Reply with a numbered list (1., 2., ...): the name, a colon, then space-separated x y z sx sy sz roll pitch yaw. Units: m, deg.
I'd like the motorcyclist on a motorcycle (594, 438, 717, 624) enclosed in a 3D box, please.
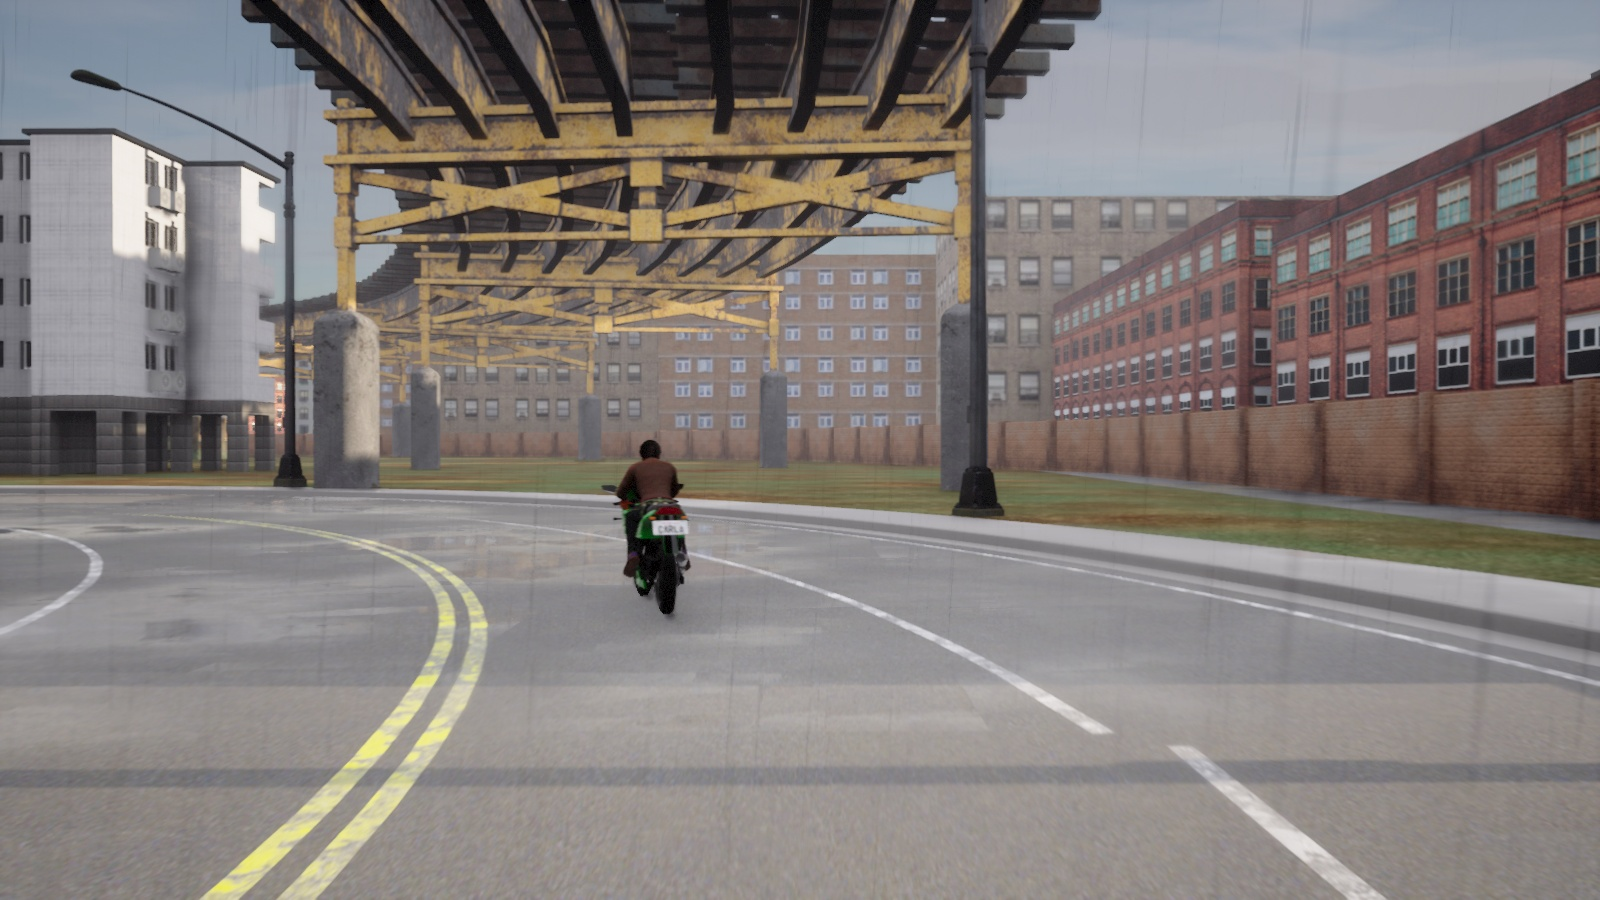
1. motorcyclist on a motorcycle: -1.358 0.663 11.425 0.797 1.523 2.044 -1 0 -15
